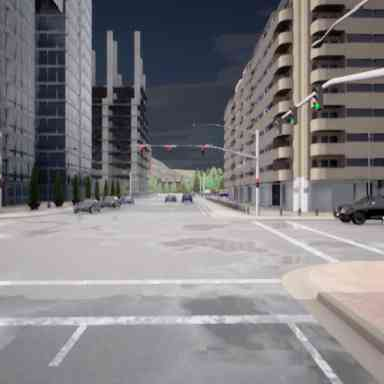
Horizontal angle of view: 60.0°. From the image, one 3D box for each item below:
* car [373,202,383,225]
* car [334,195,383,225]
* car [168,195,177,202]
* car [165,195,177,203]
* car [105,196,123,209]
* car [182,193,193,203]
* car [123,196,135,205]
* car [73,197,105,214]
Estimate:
[{"bbox_3d":[14.280,1.537,20.398,4.902,1.511,2.128,0,0,-1],"label":"car"},{"bbox_3d":[13.215,1.266,23.879,5.566,2.045,2.150,0,0,-1],"label":"car"},{"bbox_3d":[-4.614,1.434,79.298,1.882,1.535,5.008,0,0,-1],"label":"car"},{"bbox_3d":[-4.470,1.318,69.204,2.097,1.767,4.553,0,0,-1],"label":"car"},{"bbox_3d":[-11.223,1.330,45.451,2.097,1.767,4.553,0,0,-1],"label":"car"},{"bbox_3d":[-0.961,1.188,68.615,2.150,2.045,5.566,0,0,-1],"label":"car"},{"bbox_3d":[-11.391,1.497,58.721,1.812,1.442,4.674,0,0,0],"label":"car"},{"bbox_3d":[-11.099,1.487,35.458,1.837,1.490,4.892,0,0,0],"label":"car"}]
